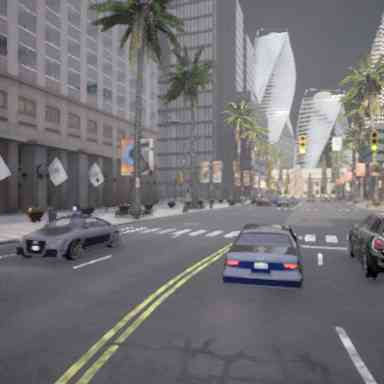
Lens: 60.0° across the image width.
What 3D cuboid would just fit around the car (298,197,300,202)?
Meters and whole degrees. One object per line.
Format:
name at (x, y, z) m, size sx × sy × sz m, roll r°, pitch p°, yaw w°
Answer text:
car at (22.140, 1.887, 73.174) m, size 1.994 × 1.385 × 4.181 m, roll 0°, pitch 0°, yaw 21°

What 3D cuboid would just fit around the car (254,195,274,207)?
car at (12.592, 1.738, 58.024) m, size 1.882 × 1.535 × 5.008 m, roll 0°, pitch 0°, yaw 21°

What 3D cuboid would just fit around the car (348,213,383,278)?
car at (6.103, 1.400, 10.064) m, size 2.097 × 1.767 × 4.553 m, roll 0°, pitch 0°, yaw 19°

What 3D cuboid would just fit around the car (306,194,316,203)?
car at (29.854, 1.938, 83.659) m, size 1.994 × 1.385 × 4.181 m, roll 0°, pitch 0°, yaw 20°

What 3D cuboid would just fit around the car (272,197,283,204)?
car at (19.610, 1.898, 76.370) m, size 1.994 × 1.385 × 4.181 m, roll 0°, pitch 0°, yaw 21°

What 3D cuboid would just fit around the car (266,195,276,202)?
car at (21.309, 1.759, 89.695) m, size 2.185 × 1.767 × 4.553 m, roll 0°, pitch 0°, yaw 20°

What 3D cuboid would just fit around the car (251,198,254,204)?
car at (13.485, 1.823, 69.206) m, size 2.161 × 1.482 × 4.786 m, roll 0°, pitch 0°, yaw 20°

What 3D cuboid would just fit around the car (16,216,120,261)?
car at (-4.446, 1.615, 12.573) m, size 1.994 × 1.385 × 4.181 m, roll 0°, pitch 0°, yaw 17°

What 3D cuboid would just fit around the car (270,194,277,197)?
car at (16.090, 1.524, 67.075) m, size 2.150 × 2.045 × 5.566 m, roll 0°, pitch 0°, yaw 21°

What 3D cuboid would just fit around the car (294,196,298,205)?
car at (18.662, 1.856, 64.052) m, size 1.994 × 1.385 × 4.181 m, roll 0°, pitch 0°, yaw 22°

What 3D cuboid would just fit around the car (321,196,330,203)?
car at (33.125, 1.974, 82.413) m, size 1.895 × 1.301 × 4.718 m, roll 0°, pitch 0°, yaw 20°

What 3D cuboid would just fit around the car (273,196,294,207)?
car at (15.342, 1.799, 55.429) m, size 2.033 × 1.411 × 5.357 m, roll 0°, pitch 0°, yaw 21°

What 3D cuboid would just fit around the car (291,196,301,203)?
car at (26.720, 1.899, 85.278) m, size 2.128 × 1.511 × 4.902 m, roll 0°, pitch 0°, yaw 20°

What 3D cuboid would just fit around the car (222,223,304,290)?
car at (2.105, 1.590, 9.339) m, size 2.033 × 1.411 × 5.357 m, roll 0°, pitch 0°, yaw 16°
